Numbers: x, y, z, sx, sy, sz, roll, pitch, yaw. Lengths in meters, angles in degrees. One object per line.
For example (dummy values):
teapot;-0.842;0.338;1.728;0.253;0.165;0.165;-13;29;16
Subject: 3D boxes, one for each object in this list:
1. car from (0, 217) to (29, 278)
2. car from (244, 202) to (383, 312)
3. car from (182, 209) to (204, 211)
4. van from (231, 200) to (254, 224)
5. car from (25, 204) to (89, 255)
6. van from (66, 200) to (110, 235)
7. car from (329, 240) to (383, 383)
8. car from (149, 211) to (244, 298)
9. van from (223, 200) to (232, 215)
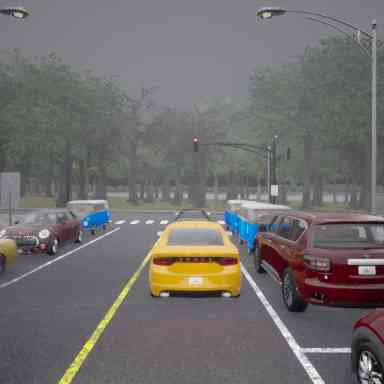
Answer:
car;-5.772;1.526;7.444;1.752;1.417;4.829;0;0;0
car;2.753;1.315;7.624;2.192;1.841;5.009;0;0;0
car;0.039;1.565;17.500;1.994;1.385;4.181;0;0;0
van;2.746;1.342;13.061;1.690;1.788;3.998;0;0;0
car;-5.779;1.441;13.051;1.967;1.590;4.097;0;0;0
van;-5.786;1.343;18.489;1.690;1.788;3.998;0;0;0
car;2.759;1.440;2.186;1.967;1.590;4.097;0;0;0
car;0.076;1.478;8.578;1.882;1.535;5.008;0;0;0
van;2.739;1.343;18.499;1.690;1.788;3.998;0;0;0
